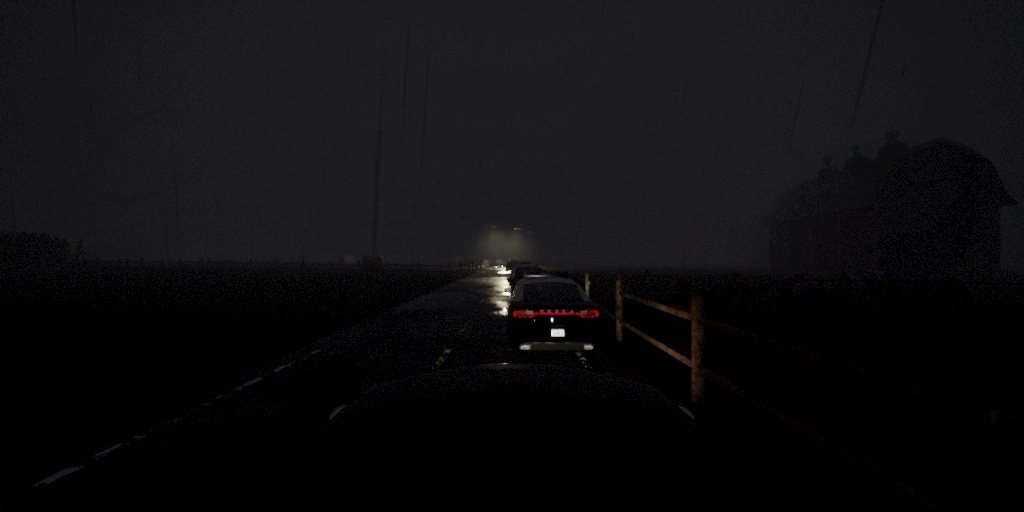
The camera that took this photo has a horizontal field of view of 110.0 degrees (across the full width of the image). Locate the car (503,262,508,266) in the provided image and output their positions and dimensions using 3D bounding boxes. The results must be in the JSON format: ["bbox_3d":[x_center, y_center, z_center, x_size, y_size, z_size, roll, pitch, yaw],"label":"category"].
[{"bbox_3d":[0.135,1.342,49.442,1.882,1.535,5.008,0,0,0],"label":"car"}]

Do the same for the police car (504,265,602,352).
[{"bbox_3d":[0.833,1.193,9.071,1.930,1.638,5.238,0,0,0],"label":"police car"}]

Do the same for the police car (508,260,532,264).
[{"bbox_3d":[0.860,1.232,25.071,1.930,1.638,5.238,0,0,0],"label":"police car"}]

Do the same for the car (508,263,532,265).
[{"bbox_3d":[0.849,1.297,18.961,1.837,1.490,4.892,0,0,0],"label":"car"}]
